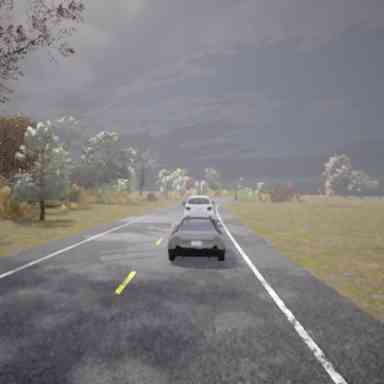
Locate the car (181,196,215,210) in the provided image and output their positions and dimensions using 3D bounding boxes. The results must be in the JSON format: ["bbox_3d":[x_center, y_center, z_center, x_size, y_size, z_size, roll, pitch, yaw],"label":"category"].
[{"bbox_3d":[0.620,1.336,26.372,2.150,2.045,5.566,0,0,3],"label":"car"}]

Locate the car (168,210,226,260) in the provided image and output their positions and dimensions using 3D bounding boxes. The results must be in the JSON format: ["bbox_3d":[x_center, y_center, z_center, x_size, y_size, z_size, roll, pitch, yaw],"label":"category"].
[{"bbox_3d":[0.212,1.622,12.674,1.994,1.385,4.181,0,0,2],"label":"car"}]
